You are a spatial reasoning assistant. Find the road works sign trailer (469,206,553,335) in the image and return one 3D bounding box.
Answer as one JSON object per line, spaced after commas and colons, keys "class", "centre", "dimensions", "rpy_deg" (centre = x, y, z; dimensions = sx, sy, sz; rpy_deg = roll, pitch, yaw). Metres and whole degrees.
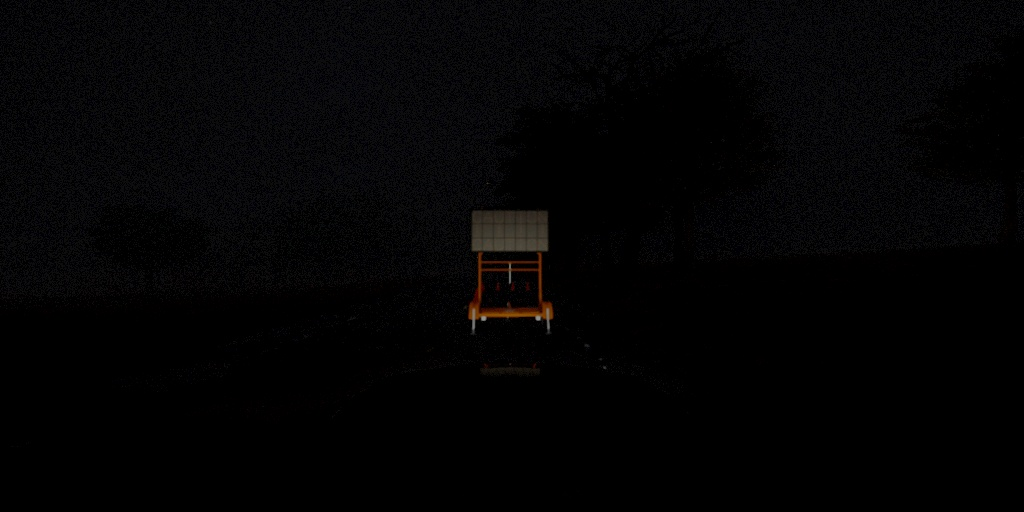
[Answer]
{"class": "road works sign trailer", "centre": [-0.064, 0.306, 10.898], "dimensions": [2.380, 3.560, 2.880], "rpy_deg": [0, 0, -2]}
